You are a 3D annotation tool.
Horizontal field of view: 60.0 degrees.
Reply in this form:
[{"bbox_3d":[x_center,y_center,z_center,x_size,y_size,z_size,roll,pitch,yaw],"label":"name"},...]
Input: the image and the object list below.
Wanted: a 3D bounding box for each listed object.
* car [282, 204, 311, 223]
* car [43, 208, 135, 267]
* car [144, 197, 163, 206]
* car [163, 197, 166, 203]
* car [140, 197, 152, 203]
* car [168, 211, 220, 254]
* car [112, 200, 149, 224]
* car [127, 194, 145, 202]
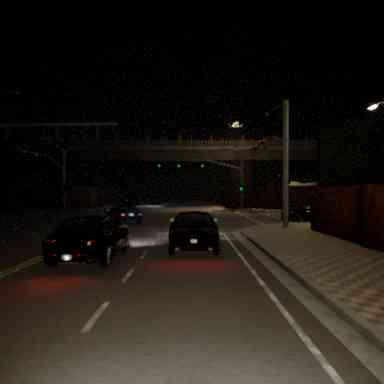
[{"bbox_3d":[9.010,1.596,25.234,4.181,1.385,1.994,0,0,-4],"label":"car"},{"bbox_3d":[-3.431,1.547,11.568,1.837,1.490,4.892,0,0,0],"label":"car"},{"bbox_3d":[-7.038,1.779,61.186,1.994,1.385,4.181,0,0,1],"label":"car"},{"bbox_3d":[-7.005,1.794,76.713,1.812,1.442,4.674,0,0,0],"label":"car"},{"bbox_3d":[-10.505,1.811,77.005,2.033,1.411,5.357,0,0,0],"label":"car"},{"bbox_3d":[0.079,1.527,13.792,1.882,1.535,5.008,0,0,0],"label":"car"},{"bbox_3d":[-5.216,1.612,25.256,2.033,1.411,5.357,0,0,-25],"label":"car"},{"bbox_3d":[-10.531,1.436,61.112,2.150,2.045,5.566,0,0,1],"label":"car"}]
